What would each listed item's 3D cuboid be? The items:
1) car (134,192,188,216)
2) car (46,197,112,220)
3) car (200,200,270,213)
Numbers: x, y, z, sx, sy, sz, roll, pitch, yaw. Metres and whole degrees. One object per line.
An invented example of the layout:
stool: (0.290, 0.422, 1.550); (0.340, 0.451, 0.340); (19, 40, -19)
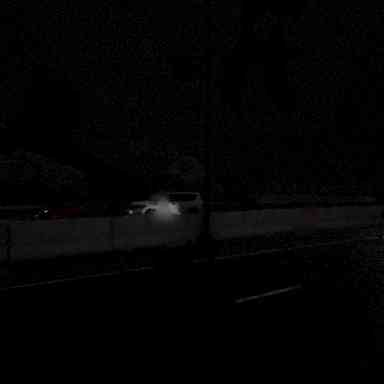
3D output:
car: (-1.721, 1.005, 23.705); (5.566, 2.045, 2.150); (0, 0, -32)
car: (-8.368, 1.267, 23.598); (4.674, 1.442, 1.812); (0, 1, -33)
car: (3.174, 1.329, 22.595); (4.892, 1.490, 1.837); (1, 0, -30)
